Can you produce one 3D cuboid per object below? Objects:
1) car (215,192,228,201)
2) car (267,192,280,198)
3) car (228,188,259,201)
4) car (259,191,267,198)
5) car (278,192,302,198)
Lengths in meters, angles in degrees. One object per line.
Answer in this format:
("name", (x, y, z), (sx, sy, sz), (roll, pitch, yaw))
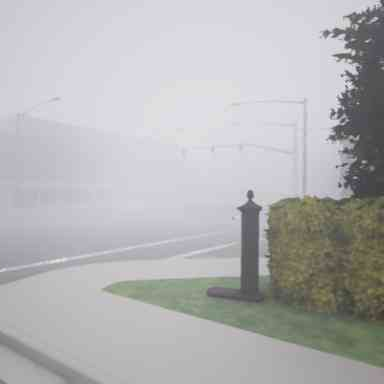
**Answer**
("car", (5.643, 0.729, 58.108), (1.994, 1.385, 4.181), (1, 2, 35))
("car", (17.910, 0.560, 69.375), (1.895, 1.301, 4.718), (1, 1, 35))
("car", (8.818, 0.402, 56.544), (2.150, 2.045, 5.566), (1, 1, 35))
("car", (14.616, 0.469, 70.772), (2.128, 1.511, 4.902), (1, 1, 35))
("car", (14.013, 0.970, 45.538), (2.033, 1.411, 5.357), (1, 2, 35))
